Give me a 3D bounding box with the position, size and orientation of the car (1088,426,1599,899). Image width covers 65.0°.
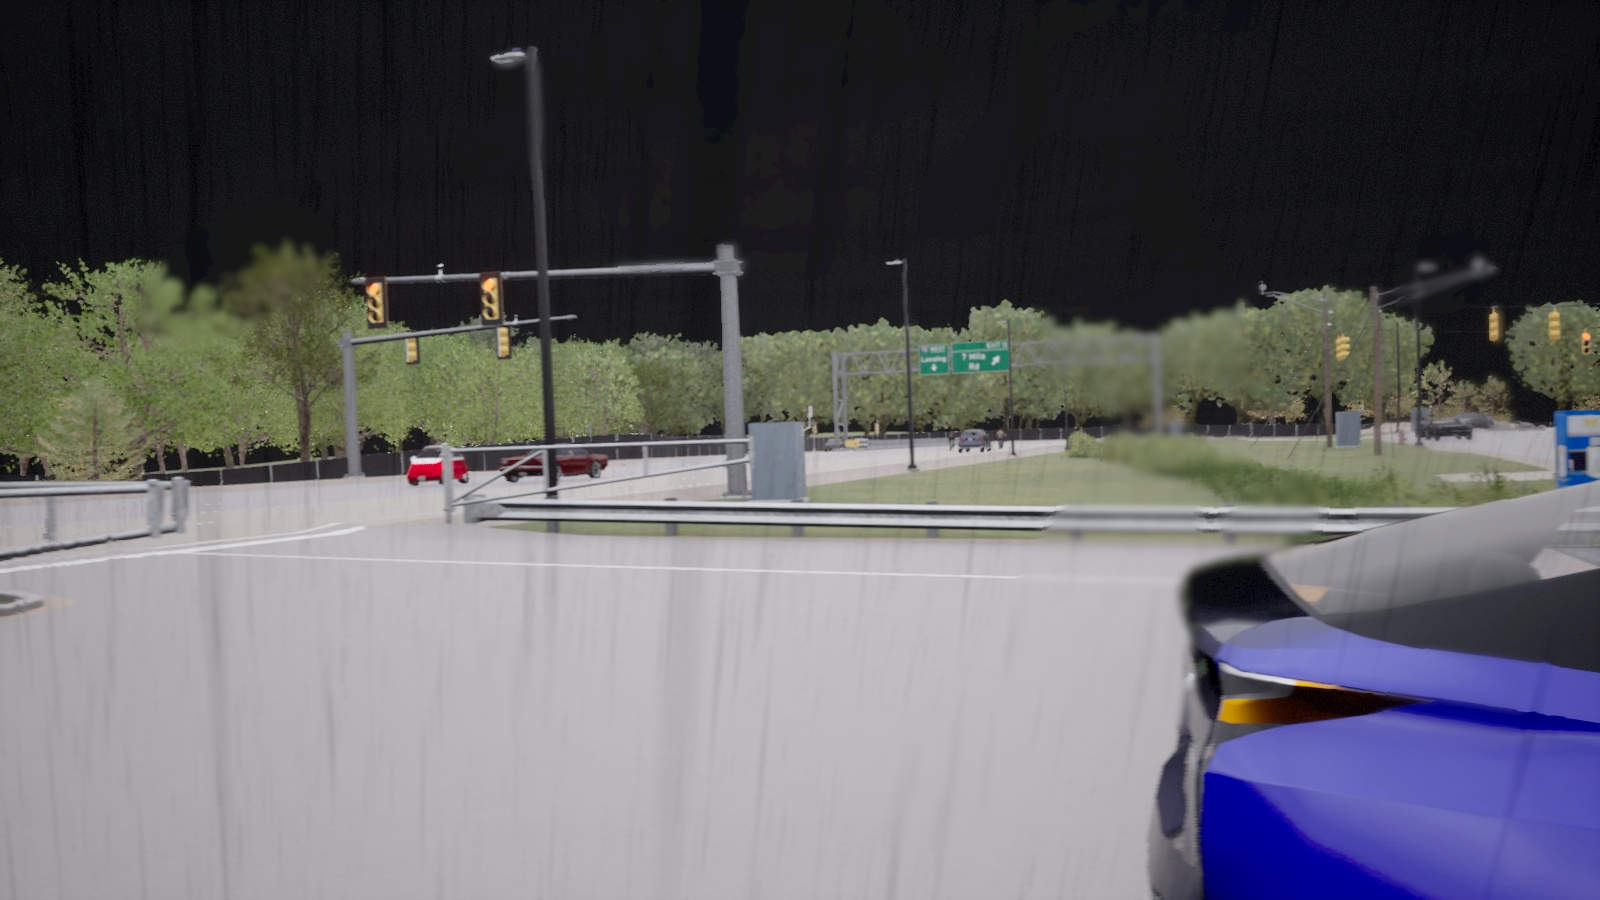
[{"bbox_3d":[2.915,0.695,2.302,4.514,1.525,2.007,-1,1,16],"label":"car"}]

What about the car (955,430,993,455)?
[{"bbox_3d":[11.511,-0.503,82.985,1.789,1.549,3.705,-1,0,18],"label":"car"}]

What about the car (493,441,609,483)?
[{"bbox_3d":[-8.656,0.390,44.068,1.895,1.301,4.718,-1,0,18],"label":"car"}]

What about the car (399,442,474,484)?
[{"bbox_3d":[-12.546,0.446,43.441,1.481,1.376,2.207,-1,0,18],"label":"car"}]

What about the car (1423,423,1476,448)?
[{"bbox_3d":[37.163,-0.850,71.967,1.895,1.301,4.718,-1,1,18],"label":"car"}]
